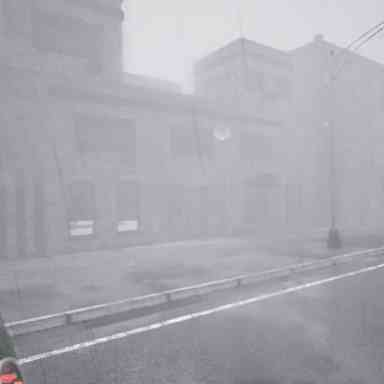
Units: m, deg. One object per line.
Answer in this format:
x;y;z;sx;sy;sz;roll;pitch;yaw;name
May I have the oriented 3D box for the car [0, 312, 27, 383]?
-3.303;1.352;1.635;4.553;1.767;2.097;0;0;-36;car
